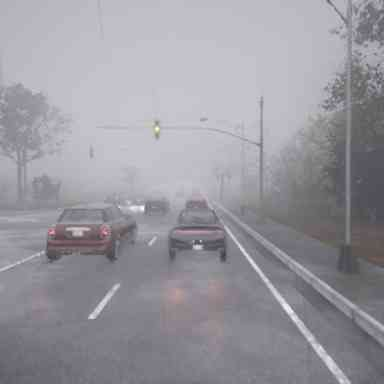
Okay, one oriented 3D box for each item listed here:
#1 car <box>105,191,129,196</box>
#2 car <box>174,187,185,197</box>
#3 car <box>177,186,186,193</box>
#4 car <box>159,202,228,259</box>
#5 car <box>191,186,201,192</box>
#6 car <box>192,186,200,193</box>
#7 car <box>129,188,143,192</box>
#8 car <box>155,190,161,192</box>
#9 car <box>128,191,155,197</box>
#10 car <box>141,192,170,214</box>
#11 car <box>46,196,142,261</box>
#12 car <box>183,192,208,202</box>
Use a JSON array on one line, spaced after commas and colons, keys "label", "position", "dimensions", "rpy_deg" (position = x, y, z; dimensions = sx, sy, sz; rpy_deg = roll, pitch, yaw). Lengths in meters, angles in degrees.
[{"label": "car", "position": [-10.101, 0.791, 43.385], "dimensions": [2.097, 1.767, 4.553], "rpy_deg": [0, 1, 1]}, {"label": "car", "position": [-2.668, 0.126, 69.262], "dimensions": [1.812, 1.442, 4.674], "rpy_deg": [0, 4, 1]}, {"label": "car", "position": [-2.534, -0.611, 79.288], "dimensions": [1.895, 1.301, 4.718], "rpy_deg": [0, 4, 1]}, {"label": "car", "position": [0.190, 1.336, 11.924], "dimensions": [2.128, 1.511, 4.902], "rpy_deg": [0, 1, 1]}, {"label": "car", "position": [0.826, 0.175, 68.801], "dimensions": [2.033, 1.411, 5.357], "rpy_deg": [0, 4, 1]}, {"label": "car", "position": [0.965, -0.679, 79.207], "dimensions": [1.812, 1.442, 4.674], "rpy_deg": [0, 4, 1]}, {"label": "car", "position": [-9.848, 0.398, 58.733], "dimensions": [2.150, 2.045, 5.566], "rpy_deg": [0, 2, 1]}, {"label": "car", "position": [-6.365, 0.537, 58.507], "dimensions": [2.097, 1.767, 4.553], "rpy_deg": [0, 2, 1]}, {"label": "car", "position": [-6.598, 0.928, 43.587], "dimensions": [2.128, 1.511, 4.902], "rpy_deg": [0, 1, 1]}, {"label": "car", "position": [-3.091, 1.088, 30.090], "dimensions": [1.882, 1.535, 5.008], "rpy_deg": [0, 1, 1]}, {"label": "car", "position": [-3.309, 1.198, 11.829], "dimensions": [2.097, 1.767, 4.553], "rpy_deg": [0, 1, 1]}, {"label": "car", "position": [0.412, 1.086, 30.282], "dimensions": [1.882, 1.535, 5.008], "rpy_deg": [0, 1, 1]}]
